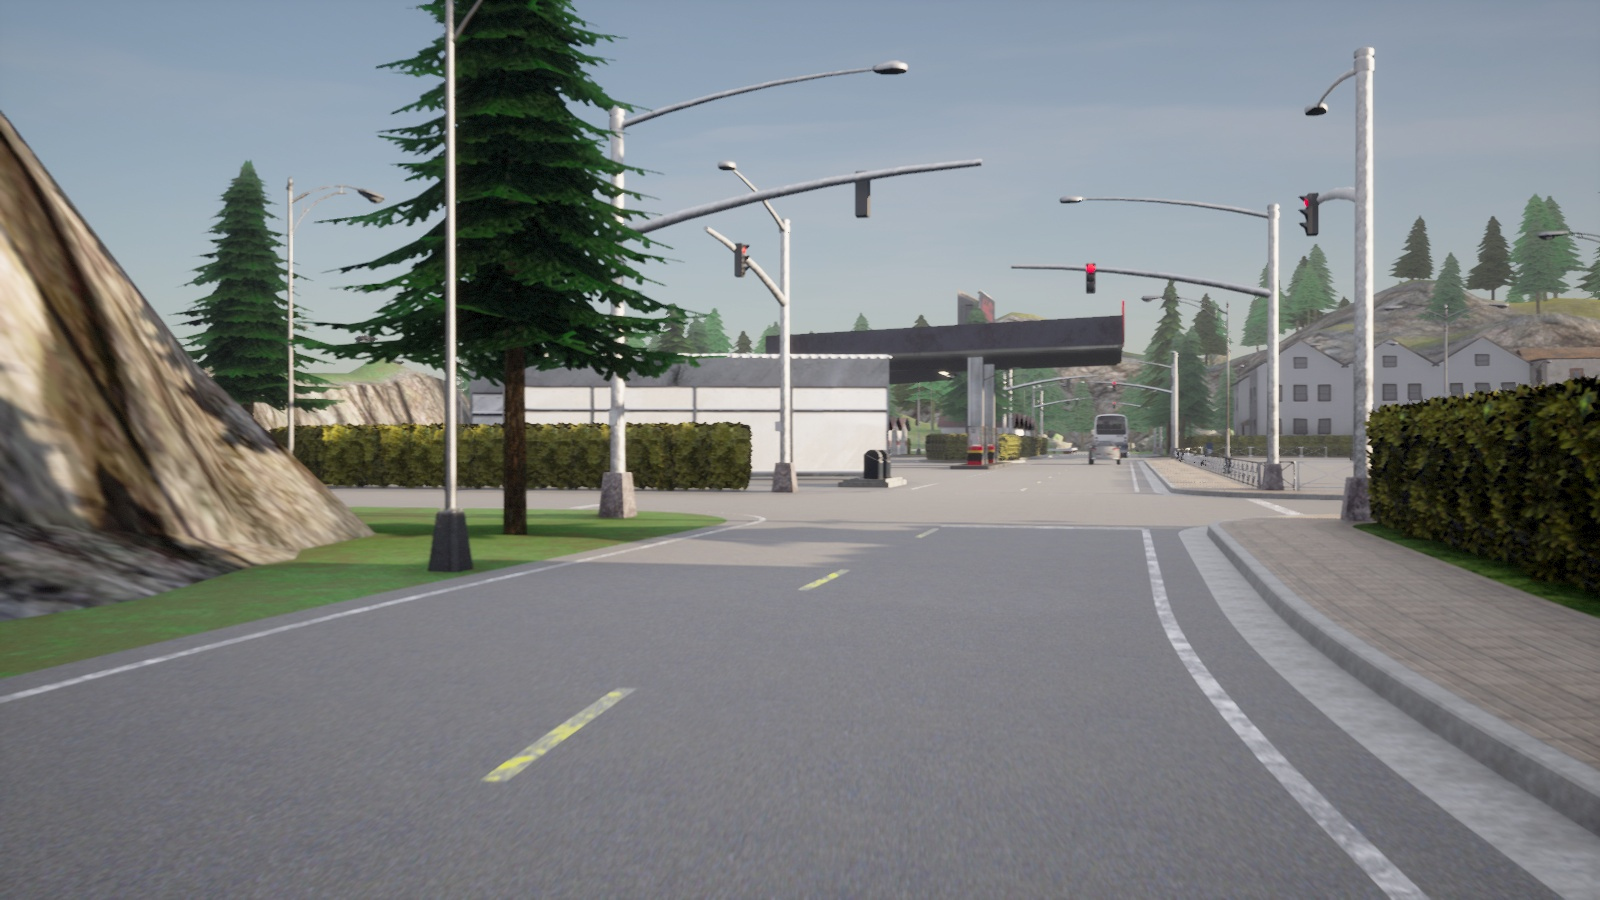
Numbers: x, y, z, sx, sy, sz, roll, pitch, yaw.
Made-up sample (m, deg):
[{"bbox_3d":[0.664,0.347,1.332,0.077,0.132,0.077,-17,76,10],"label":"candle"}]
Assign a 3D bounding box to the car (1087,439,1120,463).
[{"bbox_3d":[20.940,0.059,86.476,2.152,1.651,5.027,0,0,14],"label":"car"}]
